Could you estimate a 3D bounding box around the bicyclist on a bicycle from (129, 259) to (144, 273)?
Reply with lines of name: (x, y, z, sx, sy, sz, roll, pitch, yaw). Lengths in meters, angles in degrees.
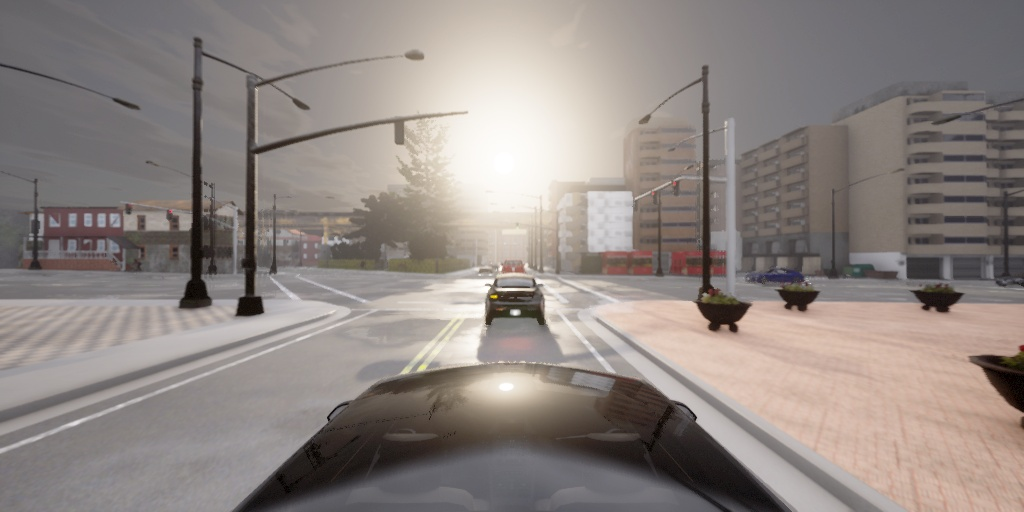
bicyclist on a bicycle: (-42.654, 1.121, 40.741, 0.582, 1.620, 1.656, 1, 0, 0)

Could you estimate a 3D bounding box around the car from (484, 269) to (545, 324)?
car: (0.078, 1.356, 12.467, 1.837, 1.490, 4.892, 0, -1, 0)

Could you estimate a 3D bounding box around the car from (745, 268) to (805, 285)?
car: (23.354, 1.793, 31.932, 4.674, 1.442, 1.812, 1, -1, -1)

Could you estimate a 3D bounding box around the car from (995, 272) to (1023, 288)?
car: (46.342, 2.131, 32.015, 4.674, 1.442, 1.812, 1, -1, 0)

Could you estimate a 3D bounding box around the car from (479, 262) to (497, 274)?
car: (-3.560, 1.753, 50.131, 2.033, 1.411, 5.357, 0, -1, 0)

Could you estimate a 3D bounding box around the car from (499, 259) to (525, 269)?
car: (0.122, 1.306, 35.234, 2.150, 2.045, 5.566, 0, -1, 0)
